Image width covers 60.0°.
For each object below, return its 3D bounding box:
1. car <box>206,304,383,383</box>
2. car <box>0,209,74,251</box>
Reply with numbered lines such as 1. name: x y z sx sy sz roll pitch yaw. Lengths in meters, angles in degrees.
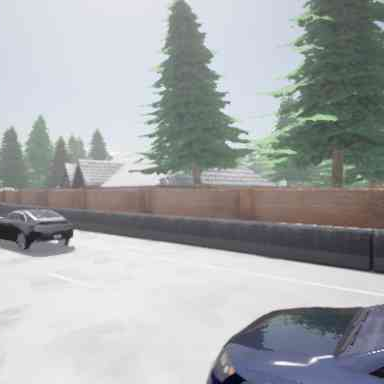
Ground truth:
1. car: 2.170 1.573 2.538 4.181 1.385 1.994 0 0 35
2. car: -6.954 1.487 14.267 4.902 1.511 2.128 0 0 41
